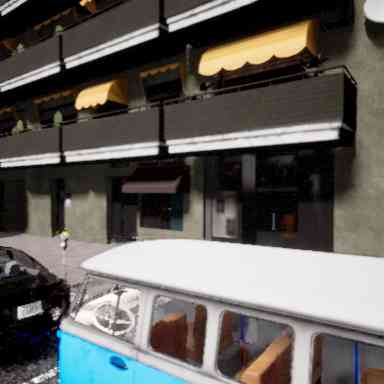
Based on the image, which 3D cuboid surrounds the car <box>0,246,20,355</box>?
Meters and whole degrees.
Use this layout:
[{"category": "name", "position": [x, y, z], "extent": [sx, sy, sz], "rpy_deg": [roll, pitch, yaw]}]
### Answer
[{"category": "car", "position": [-3.825, 1.603, 5.595], "extent": [4.313, 1.339, 1.947], "rpy_deg": [0, 0, 36]}]

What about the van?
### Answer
[{"category": "van", "position": [0.670, 1.346, 2.386], "extent": [3.998, 1.788, 1.690], "rpy_deg": [0, 0, 36]}]
